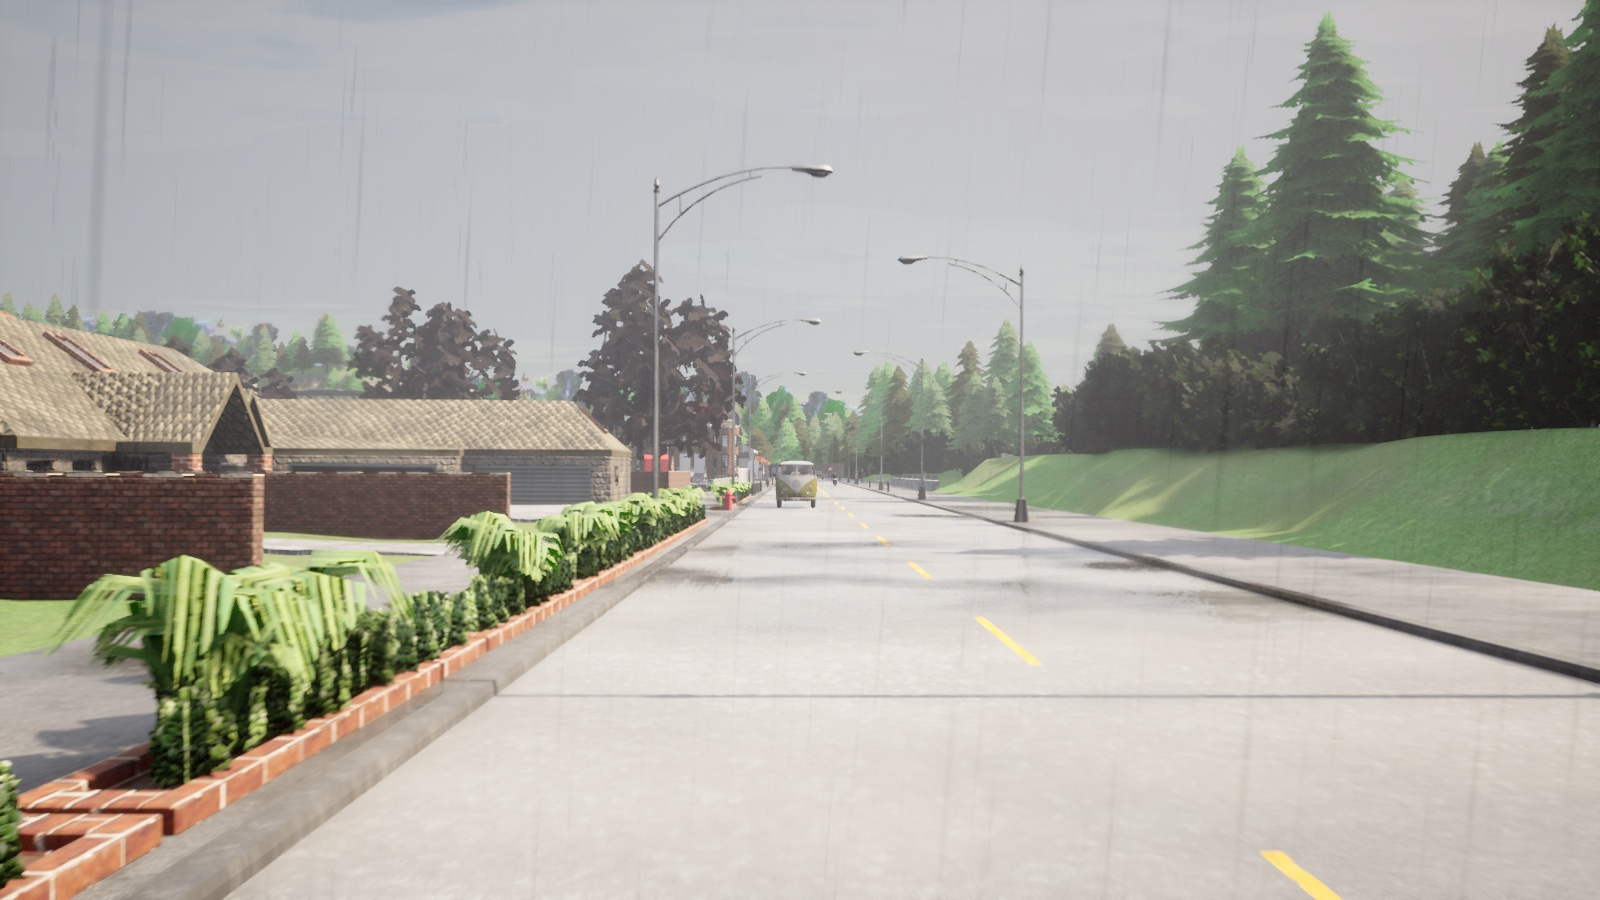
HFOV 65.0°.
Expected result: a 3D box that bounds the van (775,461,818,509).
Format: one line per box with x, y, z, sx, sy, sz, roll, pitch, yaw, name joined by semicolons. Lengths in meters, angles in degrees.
-0.150;1.471;53.927;1.775;1.987;4.442;0;-1;0;van
